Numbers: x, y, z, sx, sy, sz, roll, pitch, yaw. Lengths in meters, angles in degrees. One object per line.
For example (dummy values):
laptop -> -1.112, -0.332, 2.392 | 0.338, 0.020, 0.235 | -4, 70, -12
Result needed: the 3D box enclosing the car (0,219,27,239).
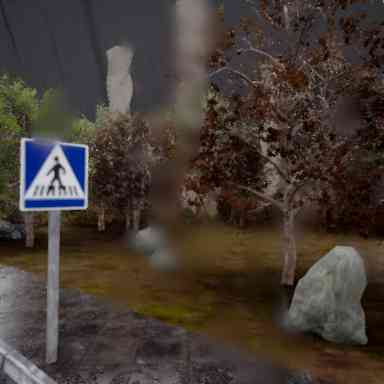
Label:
car -> -13.194, 2.469, 21.513 | 4.892, 1.521, 2.231 | 1, -3, -40
